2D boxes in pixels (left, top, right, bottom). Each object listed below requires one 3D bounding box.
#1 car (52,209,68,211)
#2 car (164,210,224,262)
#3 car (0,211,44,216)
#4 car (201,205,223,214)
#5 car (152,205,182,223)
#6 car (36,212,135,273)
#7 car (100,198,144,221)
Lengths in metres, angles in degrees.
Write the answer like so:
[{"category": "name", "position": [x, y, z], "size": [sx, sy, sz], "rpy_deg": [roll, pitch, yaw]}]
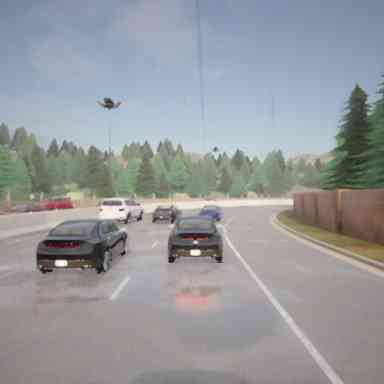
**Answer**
[{"category": "car", "position": [-17.239, 1.684, 41.584], "size": [2.150, 2.045, 5.566], "rpy_deg": [0, -1, 15]}, {"category": "car", "position": [0.143, 1.647, 12.652], "size": [1.837, 1.490, 4.892], "rpy_deg": [0, -1, 1]}, {"category": "car", "position": [-15.870, 1.876, 31.483], "size": [1.812, 1.442, 4.674], "rpy_deg": [0, -1, 10]}, {"category": "car", "position": [1.713, 1.855, 29.464], "size": [1.812, 1.442, 4.674], "rpy_deg": [0, -1, 10]}, {"category": "car", "position": [-2.016, 1.809, 28.394], "size": [2.128, 1.511, 4.902], "rpy_deg": [0, -1, 9]}, {"category": "car", "position": [-3.381, 1.630, 11.085], "size": [1.837, 1.490, 4.892], "rpy_deg": [0, -1, 1]}, {"category": "car", "position": [-5.710, 1.530, 27.590], "size": [2.150, 2.045, 5.566], "rpy_deg": [0, -1, 8]}]
